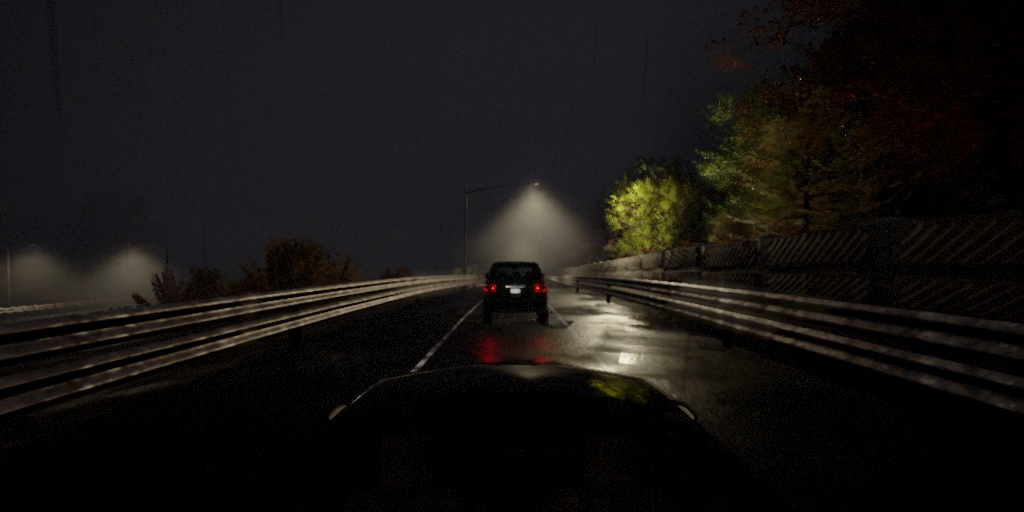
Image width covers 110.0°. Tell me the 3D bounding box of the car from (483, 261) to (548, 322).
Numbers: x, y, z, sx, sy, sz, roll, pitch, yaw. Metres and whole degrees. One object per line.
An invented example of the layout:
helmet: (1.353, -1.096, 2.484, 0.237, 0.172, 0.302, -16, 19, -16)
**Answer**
car: (0.121, 1.250, 13.735, 2.150, 2.045, 5.566, 0, -2, 0)
